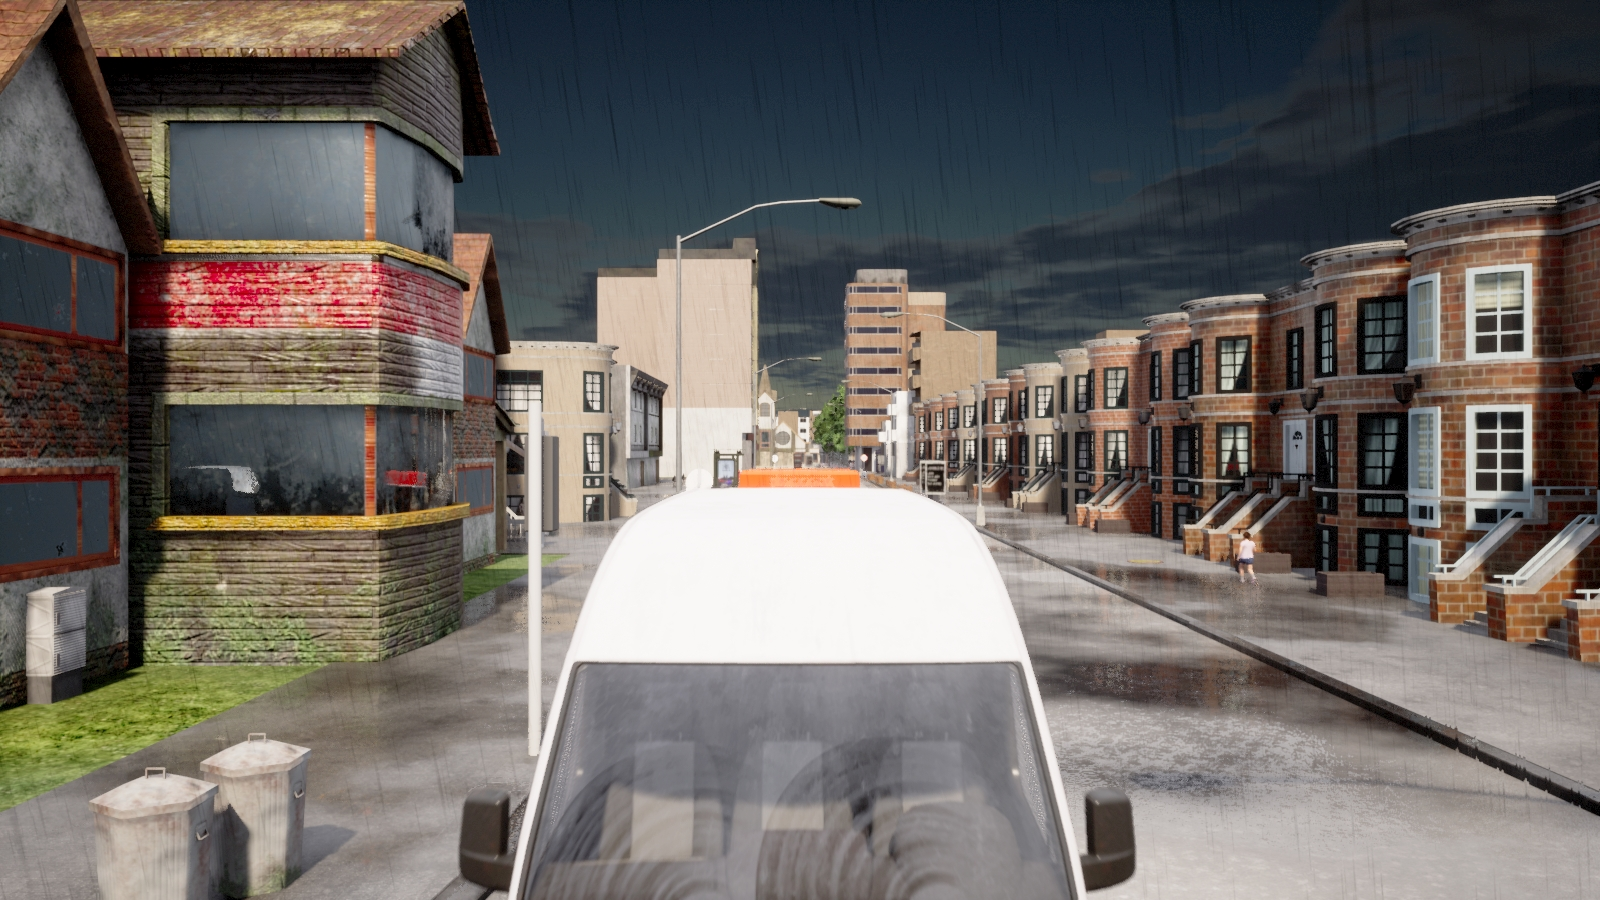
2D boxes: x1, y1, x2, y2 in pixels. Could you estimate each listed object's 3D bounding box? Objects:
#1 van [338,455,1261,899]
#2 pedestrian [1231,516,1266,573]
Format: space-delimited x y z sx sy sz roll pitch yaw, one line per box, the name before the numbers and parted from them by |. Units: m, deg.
van | -0.002 1.314 5.418 1.988 2.561 5.915 0 0 0
pedestrian | 9.040 1.904 23.045 0.500 1.100 0.500 0 0 -1
